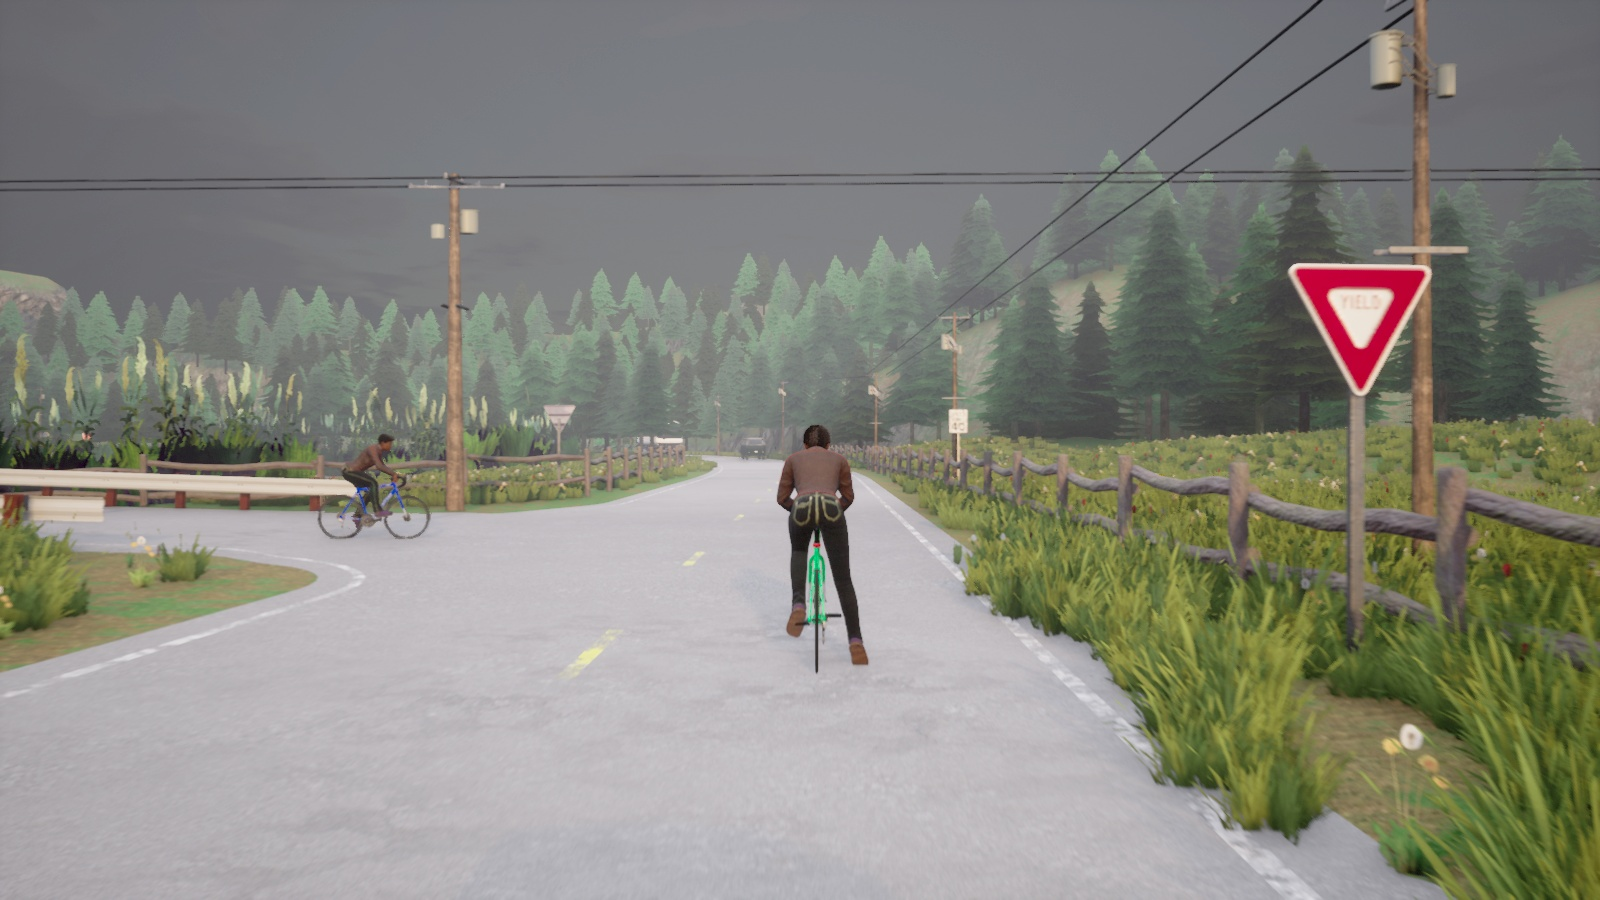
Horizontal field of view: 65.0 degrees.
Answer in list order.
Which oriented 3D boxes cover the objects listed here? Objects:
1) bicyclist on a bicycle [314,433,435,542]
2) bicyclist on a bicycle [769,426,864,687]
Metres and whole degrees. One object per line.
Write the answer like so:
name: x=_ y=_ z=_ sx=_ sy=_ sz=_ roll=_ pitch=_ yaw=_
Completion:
bicyclist on a bicycle: x=-6.439 y=0.564 z=19.058 sx=1.656 sy=1.620 sz=0.582 roll=1 pitch=0 yaw=-9
bicyclist on a bicycle: x=0.115 y=0.650 z=8.602 sx=0.582 sy=1.620 sz=1.656 roll=0 pitch=1 yaw=1
